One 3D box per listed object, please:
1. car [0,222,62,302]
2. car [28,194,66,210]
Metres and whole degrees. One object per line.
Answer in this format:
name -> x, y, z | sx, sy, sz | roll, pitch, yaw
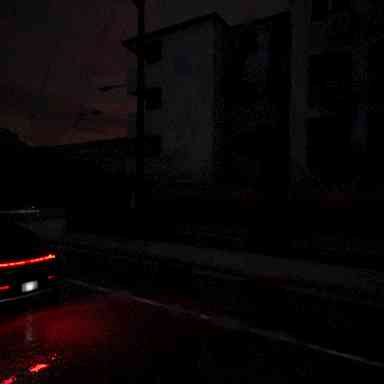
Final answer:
car -> -4.884, 1.413, 7.359 | 4.892, 1.490, 1.837 | 1, 0, 35
car -> -13.006, 0.918, 32.219 | 2.033, 1.411, 5.357 | 1, 2, 29
